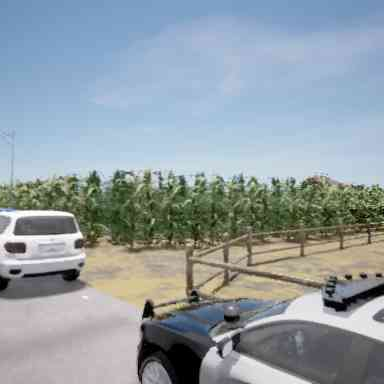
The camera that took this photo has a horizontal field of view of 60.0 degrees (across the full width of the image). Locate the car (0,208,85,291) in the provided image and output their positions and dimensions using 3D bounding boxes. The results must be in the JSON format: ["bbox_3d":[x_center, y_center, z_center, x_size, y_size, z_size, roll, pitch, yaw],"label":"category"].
[{"bbox_3d":[-5.298,1.580,10.331,2.150,2.045,5.566,3,-3,-42],"label":"car"}]

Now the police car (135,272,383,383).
[{"bbox_3d":[1.337,1.580,2.945,1.930,1.638,5.238,3,-3,-42],"label":"police car"}]
